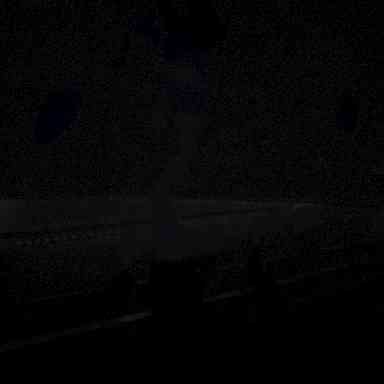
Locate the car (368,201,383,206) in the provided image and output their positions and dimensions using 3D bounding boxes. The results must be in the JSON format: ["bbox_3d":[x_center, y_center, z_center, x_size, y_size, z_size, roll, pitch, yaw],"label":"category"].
[{"bbox_3d":[42.844,2.676,77.442,1.895,1.301,4.718,0,-1,3],"label":"car"}]
